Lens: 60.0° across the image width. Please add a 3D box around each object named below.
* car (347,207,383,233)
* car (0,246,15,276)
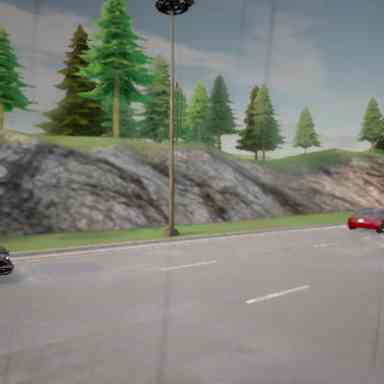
[{"bbox_3d":[11.454,1.644,20.502,4.181,1.385,1.994,0,0,-35],"label":"car"},{"bbox_3d":[-7.011,1.541,7.343,5.357,1.411,2.033,0,0,-35],"label":"car"}]
